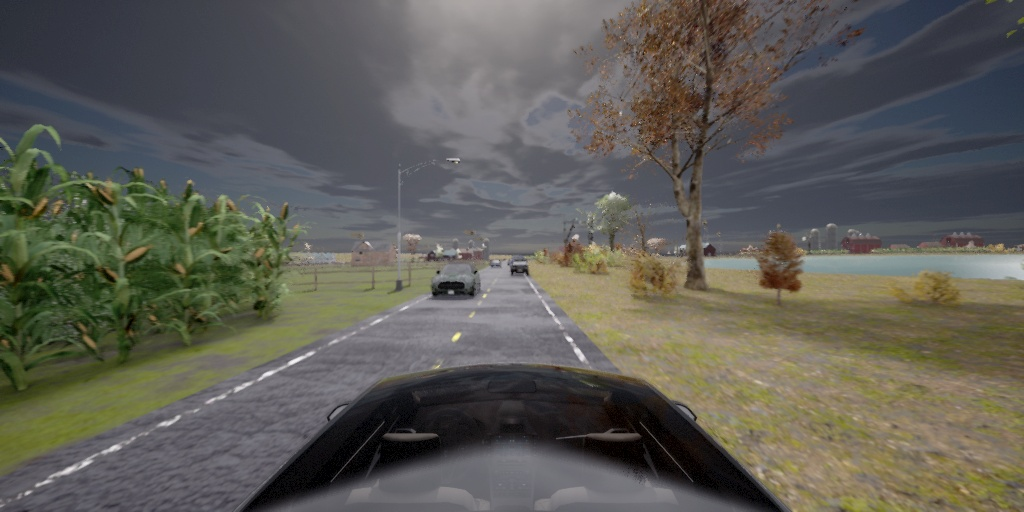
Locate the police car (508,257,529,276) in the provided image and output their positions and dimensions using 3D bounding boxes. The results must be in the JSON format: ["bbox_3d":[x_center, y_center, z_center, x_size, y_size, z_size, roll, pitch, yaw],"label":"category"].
[{"bbox_3d":[0.830,1.215,38.920,1.930,1.638,5.238,0,0,0],"label":"police car"}]

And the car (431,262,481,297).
[{"bbox_3d":[-2.844,1.112,19.016,2.097,1.767,4.553,0,0,0],"label":"car"}]

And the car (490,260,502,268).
[{"bbox_3d":[-2.764,1.386,62.022,2.033,1.411,5.357,0,0,1],"label":"car"}]
